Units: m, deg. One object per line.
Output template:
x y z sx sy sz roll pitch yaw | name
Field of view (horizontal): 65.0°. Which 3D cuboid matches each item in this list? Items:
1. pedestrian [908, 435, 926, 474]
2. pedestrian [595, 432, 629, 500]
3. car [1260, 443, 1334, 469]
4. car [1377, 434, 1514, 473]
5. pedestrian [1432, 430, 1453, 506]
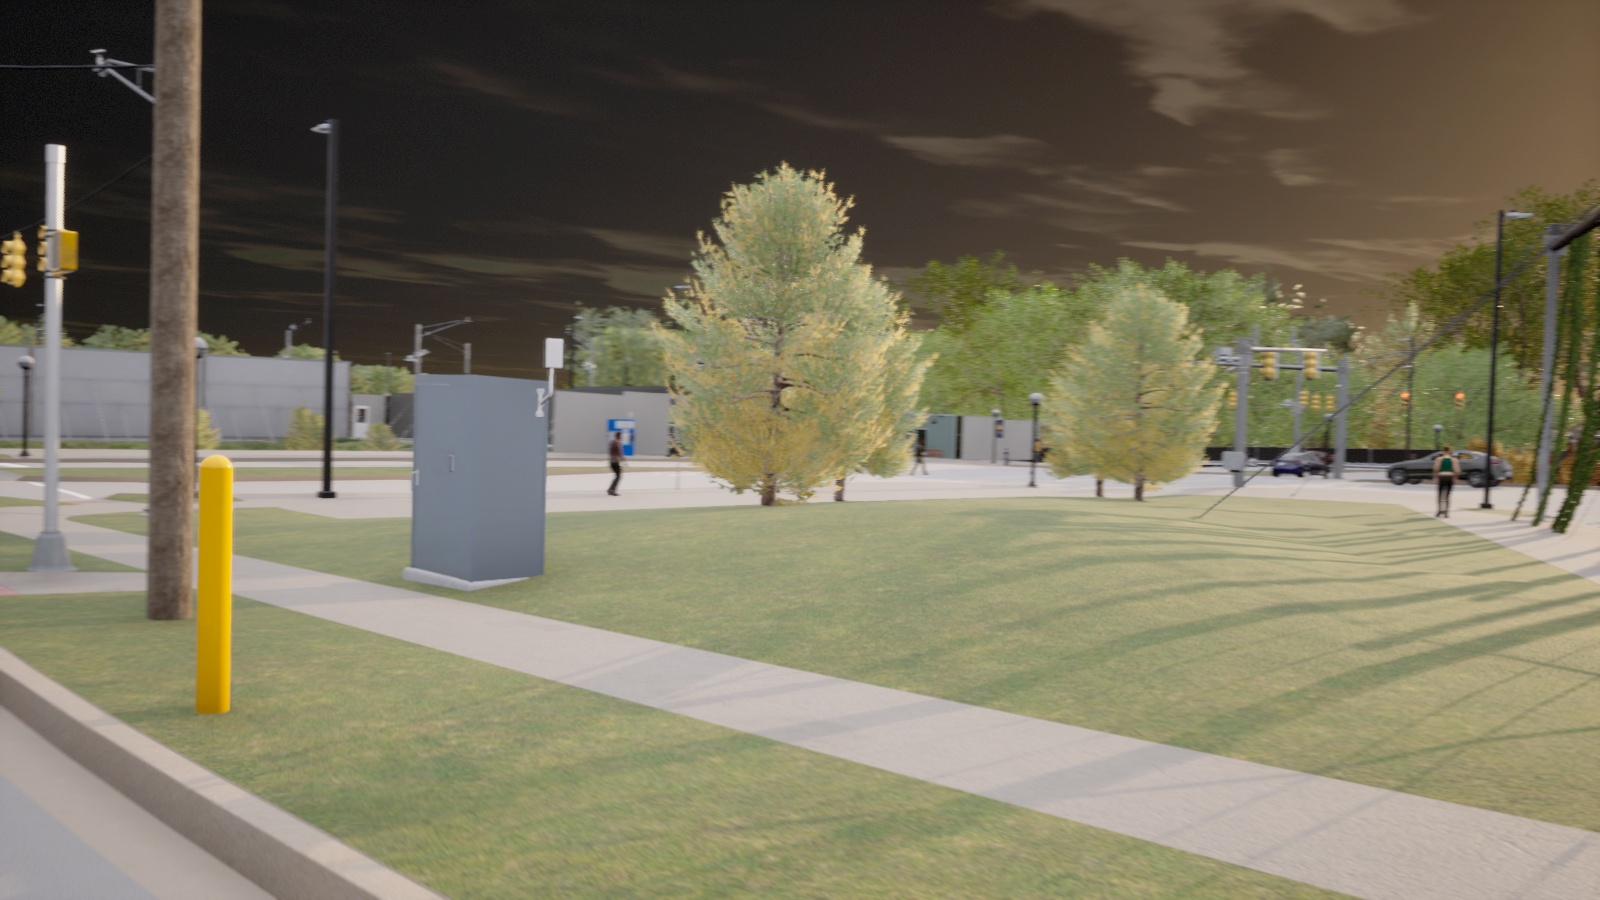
5.513 0.203 59.088 0.703 1.840 0.431 2 2 34 | pedestrian
-5.083 0.428 33.907 0.869 1.805 0.328 -1 3 -44 | pedestrian
29.277 0.375 73.936 4.792 1.488 2.163 1 0 -43 | car
28.943 0.132 56.404 2.152 1.651 5.027 -1 1 -44 | car
15.816 0.443 30.917 0.345 1.836 0.594 1 2 20 | pedestrian
